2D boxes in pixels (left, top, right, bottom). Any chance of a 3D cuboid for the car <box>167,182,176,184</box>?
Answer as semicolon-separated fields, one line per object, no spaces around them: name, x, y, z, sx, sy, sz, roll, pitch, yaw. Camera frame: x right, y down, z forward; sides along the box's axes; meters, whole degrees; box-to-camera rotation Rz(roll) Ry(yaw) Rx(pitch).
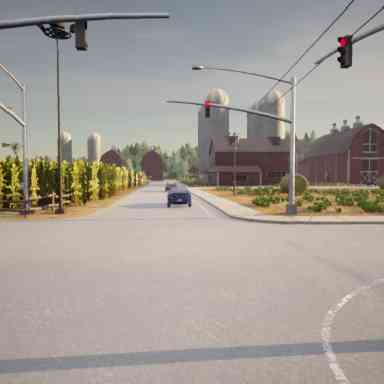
car;-3.337;-0.811;52.831;2.128;1.511;4.902;0;3;-5

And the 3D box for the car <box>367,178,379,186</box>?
car;42.375;-2.329;77.518;1.905;1.878;3.866;10;10;41

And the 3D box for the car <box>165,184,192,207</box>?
car;-1.110;0.346;27.600;1.882;1.535;5.008;0;3;-5
